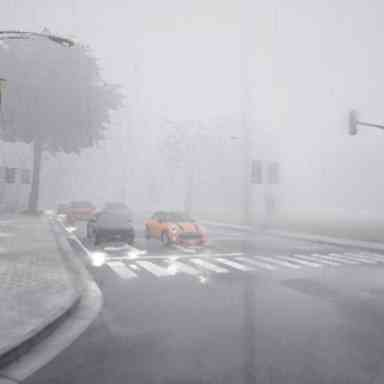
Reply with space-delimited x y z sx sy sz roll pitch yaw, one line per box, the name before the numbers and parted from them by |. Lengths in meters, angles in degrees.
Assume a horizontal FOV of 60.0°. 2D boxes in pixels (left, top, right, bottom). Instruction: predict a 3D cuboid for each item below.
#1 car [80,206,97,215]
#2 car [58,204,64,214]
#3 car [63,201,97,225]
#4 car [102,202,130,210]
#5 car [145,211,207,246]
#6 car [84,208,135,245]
car | -15.829 2.778 50.695 1.895 1.301 4.718 3 -3 -25
car | -18.620 2.493 48.992 2.128 1.511 4.902 3 -3 -24
car | -9.933 1.814 29.841 2.150 2.045 5.566 3 -2 -25
car | -7.321 1.989 31.935 2.150 2.045 5.566 3 -2 -24
car | -0.958 1.853 18.063 2.097 1.767 4.553 3 -2 -25
car | -4.395 1.836 17.710 1.882 1.535 5.008 3 -2 -23
